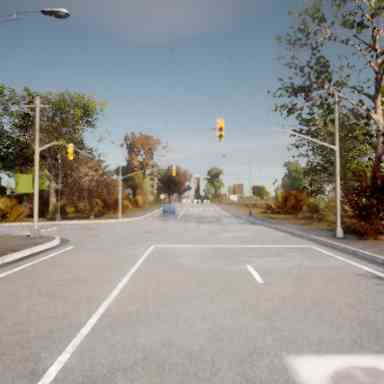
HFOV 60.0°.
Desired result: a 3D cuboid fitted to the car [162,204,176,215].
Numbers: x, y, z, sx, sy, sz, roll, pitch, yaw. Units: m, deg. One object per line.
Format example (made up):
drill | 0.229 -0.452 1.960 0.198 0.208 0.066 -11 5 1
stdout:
car | -3.400 2.608 50.282 1.882 1.535 5.008 0 0 0
